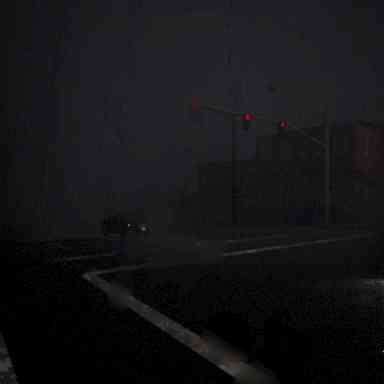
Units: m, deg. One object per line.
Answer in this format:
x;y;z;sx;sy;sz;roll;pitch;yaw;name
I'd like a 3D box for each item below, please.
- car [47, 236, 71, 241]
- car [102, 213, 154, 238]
-14.452;5.412;35.725;1.895;1.301;4.718;0;-13;-35;car
-4.225;2.078;21.286;2.128;1.511;4.902;0;-5;-35;car
